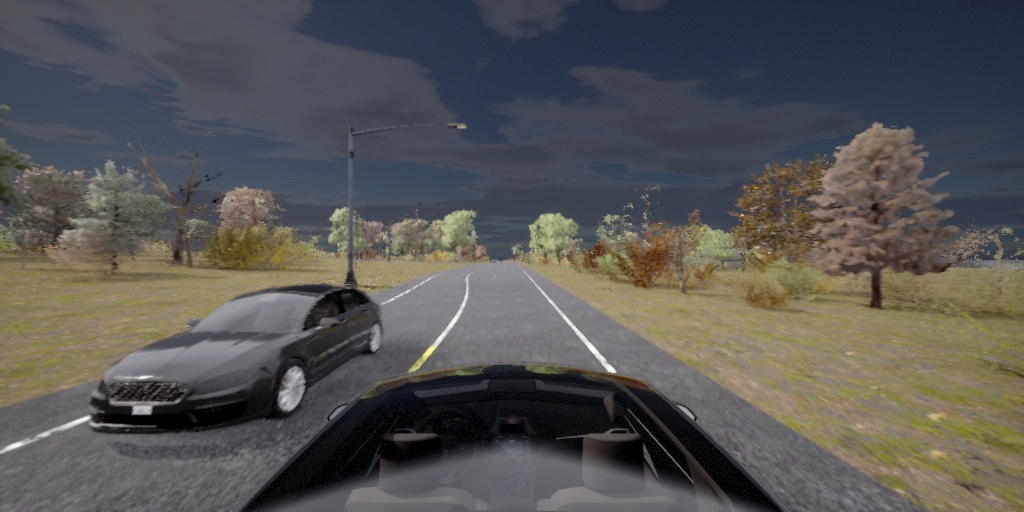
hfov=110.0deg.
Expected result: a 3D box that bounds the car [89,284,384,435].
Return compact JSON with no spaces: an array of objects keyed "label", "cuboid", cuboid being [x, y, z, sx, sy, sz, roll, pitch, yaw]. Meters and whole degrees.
[{"label":"car","cuboid":[-3.671,1.273,5.954,1.837,1.490,4.892,0,0,-1]}]
